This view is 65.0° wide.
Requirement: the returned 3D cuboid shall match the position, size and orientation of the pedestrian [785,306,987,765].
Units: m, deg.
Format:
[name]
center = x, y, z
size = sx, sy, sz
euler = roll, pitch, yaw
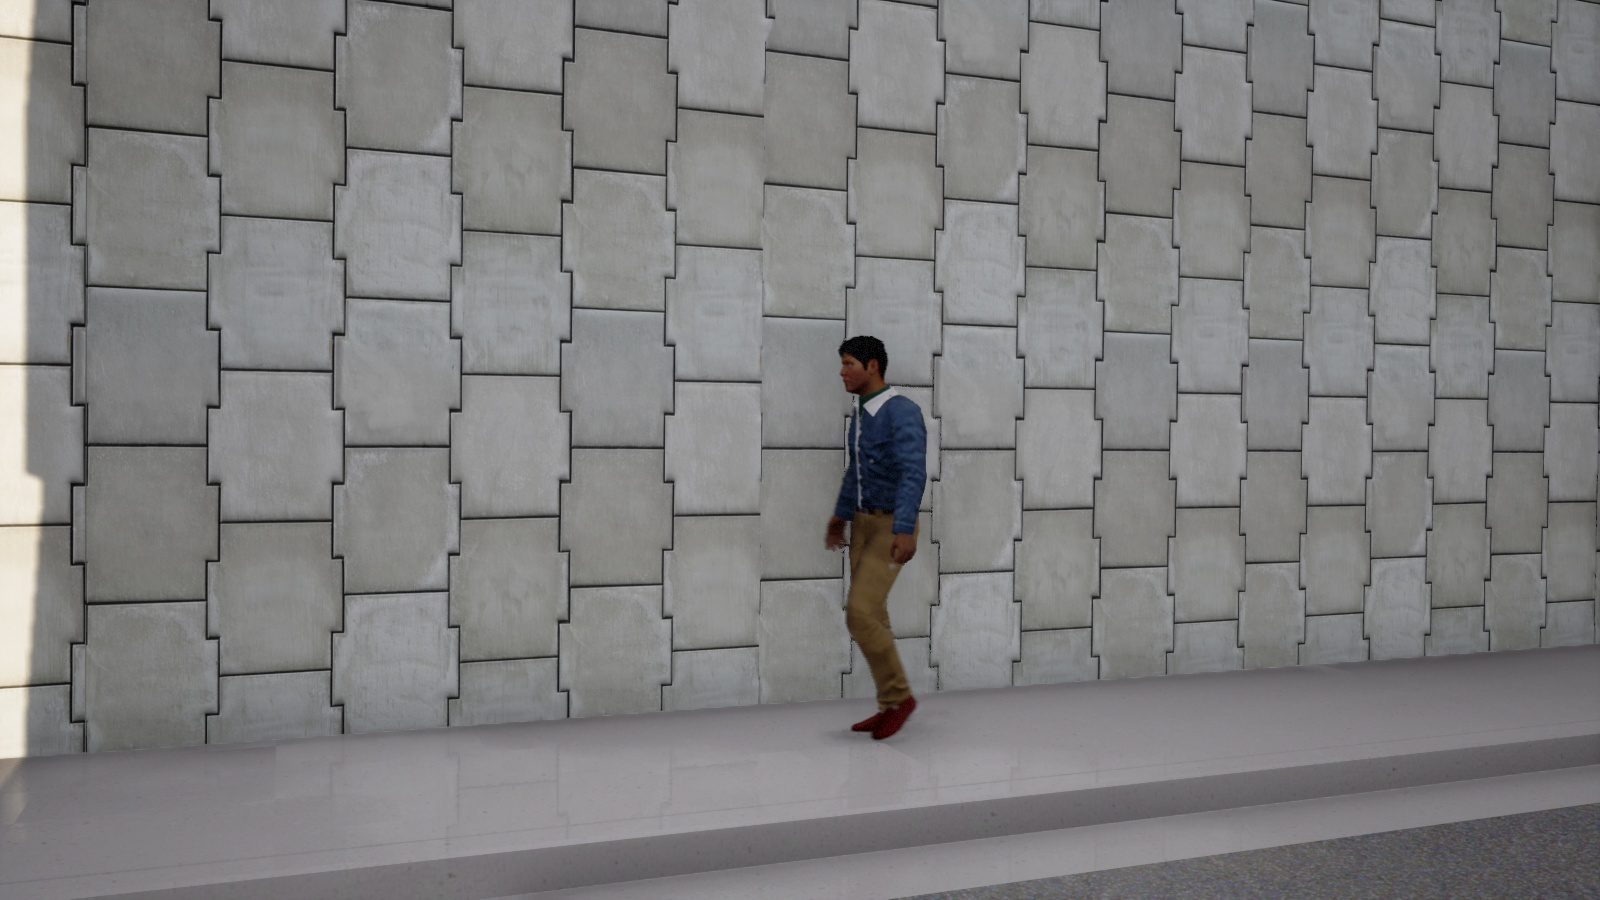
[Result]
[pedestrian]
center = 0.386, 0.357, 5.676
size = 0.788, 1.949, 0.423
euler = -1, 1, -22
